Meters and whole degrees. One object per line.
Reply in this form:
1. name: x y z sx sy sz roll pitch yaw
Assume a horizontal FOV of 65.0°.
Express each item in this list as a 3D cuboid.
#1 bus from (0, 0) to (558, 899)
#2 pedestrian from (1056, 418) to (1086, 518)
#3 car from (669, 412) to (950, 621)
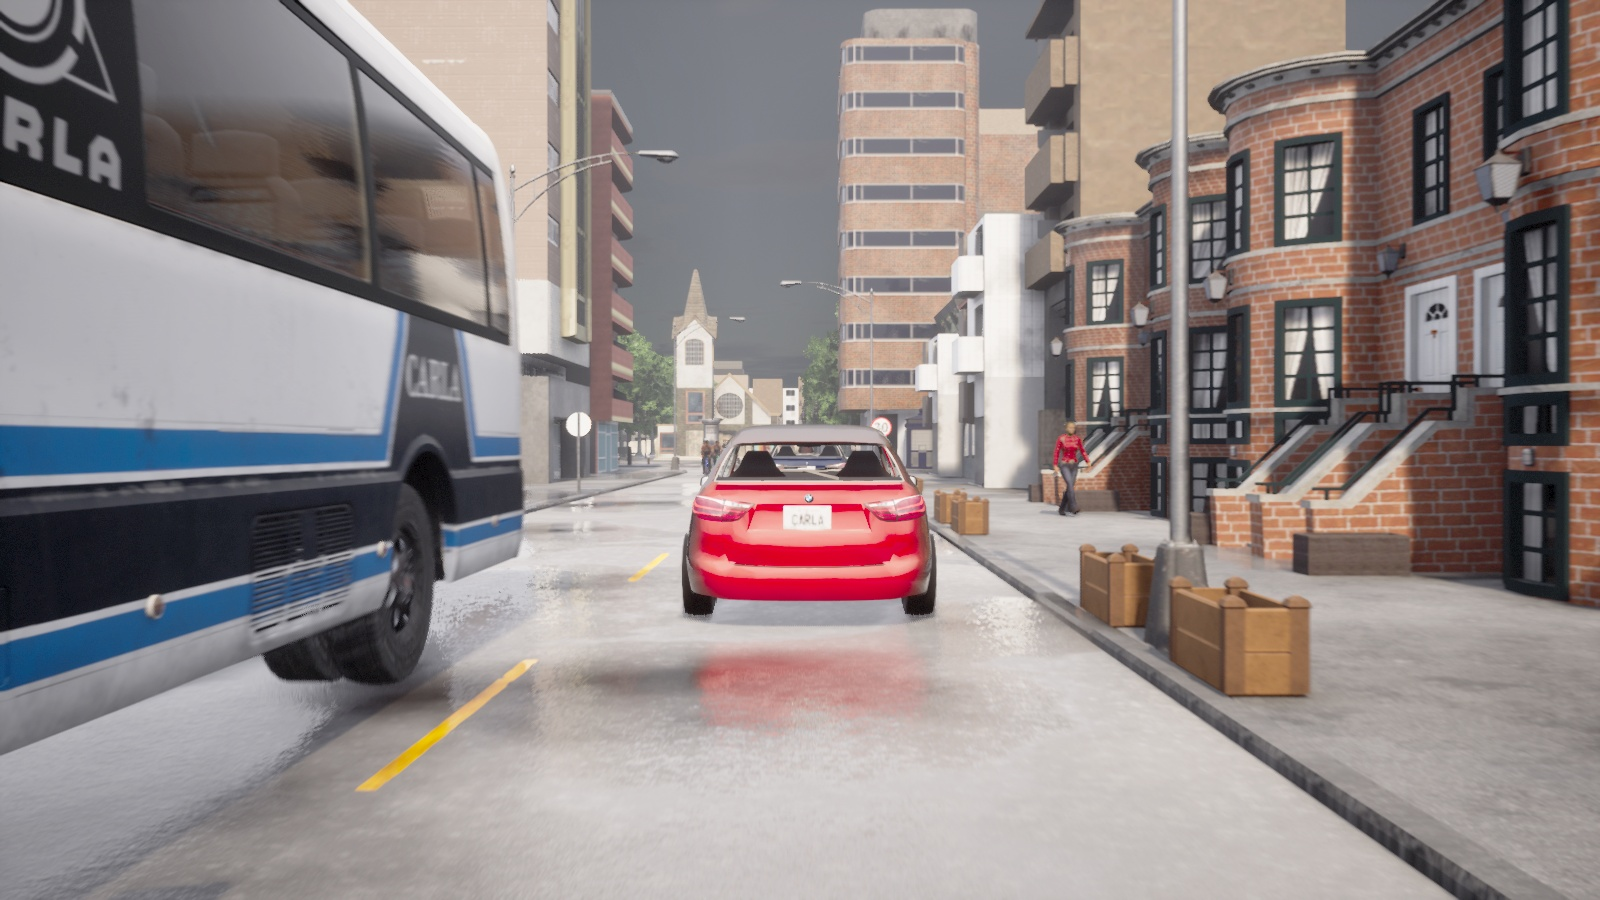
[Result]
1. bus: -3.955 -0.662 5.010 3.944 4.253 10.273 0 0 0
2. pedestrian: 5.042 0.328 23.413 0.331 1.846 0.636 0 0 -10
3. car: 0.086 0.521 12.332 2.242 1.667 4.611 0 0 0
